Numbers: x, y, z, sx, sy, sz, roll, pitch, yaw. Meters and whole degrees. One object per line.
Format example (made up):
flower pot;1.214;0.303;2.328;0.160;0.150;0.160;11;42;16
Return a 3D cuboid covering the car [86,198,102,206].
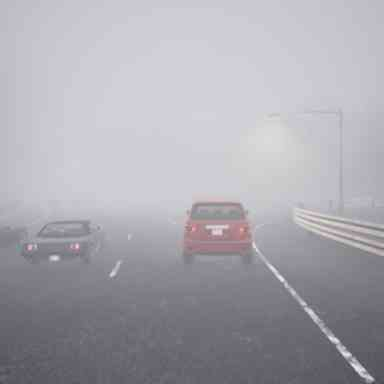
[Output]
car;-17.809;1.797;60.129;1.812;1.442;4.674;0;0;-35

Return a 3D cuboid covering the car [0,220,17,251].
car;-7.852;1.674;12.421;1.895;1.301;4.718;0;0;-7

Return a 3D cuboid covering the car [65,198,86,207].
car;-20.757;1.782;58.242;1.837;1.490;4.892;0;0;-35

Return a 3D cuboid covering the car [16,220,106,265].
car;-4.293;1.658;11.976;1.895;1.301;4.718;0;0;-7

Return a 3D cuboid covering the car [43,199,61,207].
car;-23.704;1.831;56.354;2.033;1.411;5.357;0;0;-35

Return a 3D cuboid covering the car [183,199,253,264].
car;0.942;1.259;12.219;2.150;2.045;5.566;0;0;4
